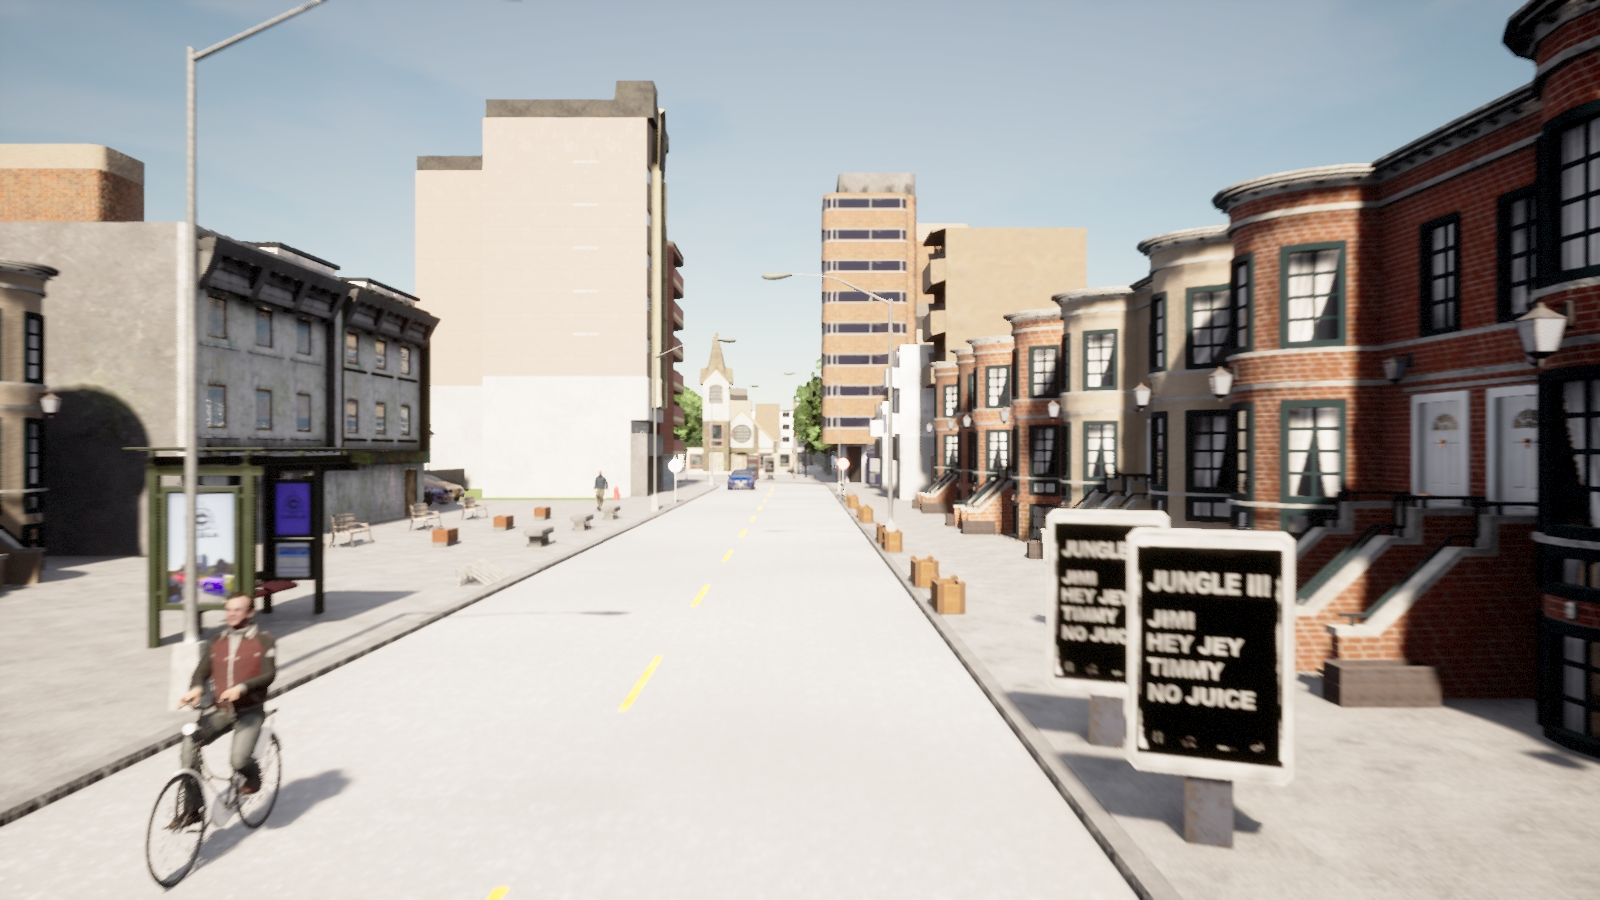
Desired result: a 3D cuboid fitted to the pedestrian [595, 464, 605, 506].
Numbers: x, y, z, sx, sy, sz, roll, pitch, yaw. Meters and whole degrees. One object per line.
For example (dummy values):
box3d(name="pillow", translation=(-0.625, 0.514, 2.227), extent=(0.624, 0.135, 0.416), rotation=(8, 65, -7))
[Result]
box3d(name="pedestrian", translation=(-8.767, 1.526, 50.087), extent=(0.375, 1.860, 0.375), rotation=(0, 0, -3))
